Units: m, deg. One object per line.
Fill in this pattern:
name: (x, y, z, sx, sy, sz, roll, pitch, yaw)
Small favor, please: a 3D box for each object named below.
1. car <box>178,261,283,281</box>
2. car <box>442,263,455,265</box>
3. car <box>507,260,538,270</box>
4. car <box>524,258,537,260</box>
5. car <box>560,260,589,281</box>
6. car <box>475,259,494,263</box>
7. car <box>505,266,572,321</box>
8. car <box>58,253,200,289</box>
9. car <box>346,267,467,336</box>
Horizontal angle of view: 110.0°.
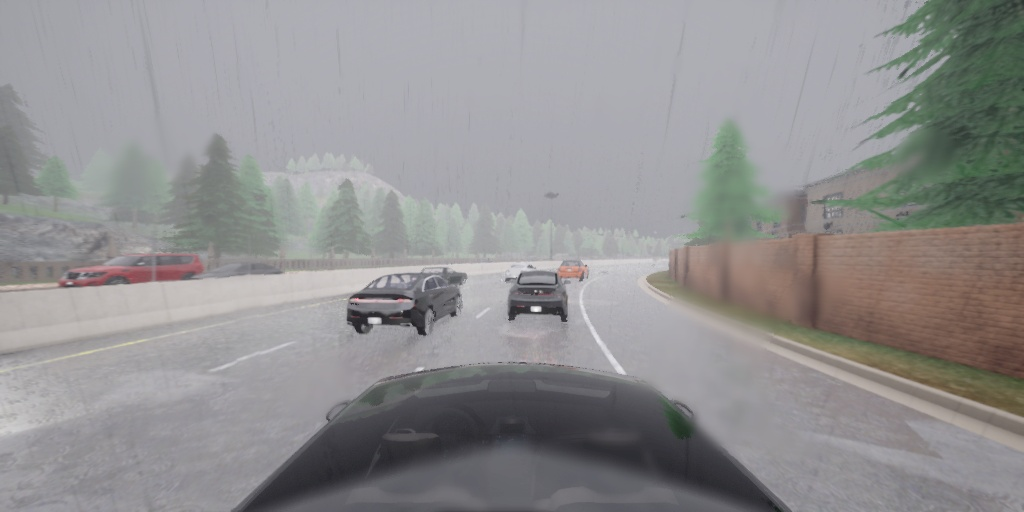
car: (-15.598, 1.168, 20.575, 1.837, 1.490, 4.892, 0, 0, 11)
car: (-4.390, 1.315, 22.189, 1.895, 1.301, 4.718, 0, 0, 13)
car: (0.835, 1.259, 28.056, 1.812, 1.442, 4.674, 0, 0, 17)
car: (3.054, 1.067, 64.509, 2.097, 1.767, 4.553, 0, 0, 31)
car: (5.148, 1.104, 29.929, 2.097, 1.767, 4.553, 0, 0, 18)
car: (-4.598, 1.249, 58.580, 1.994, 1.385, 4.181, 0, 0, 30)
car: (0.972, 1.251, 12.546, 1.837, 1.490, 4.892, 0, 0, 7)
car: (-19.481, 0.866, 18.902, 2.150, 2.045, 5.566, 0, 0, 10)
car: (-2.794, 1.222, 10.339, 2.128, 1.511, 4.902, 0, 0, 6)
